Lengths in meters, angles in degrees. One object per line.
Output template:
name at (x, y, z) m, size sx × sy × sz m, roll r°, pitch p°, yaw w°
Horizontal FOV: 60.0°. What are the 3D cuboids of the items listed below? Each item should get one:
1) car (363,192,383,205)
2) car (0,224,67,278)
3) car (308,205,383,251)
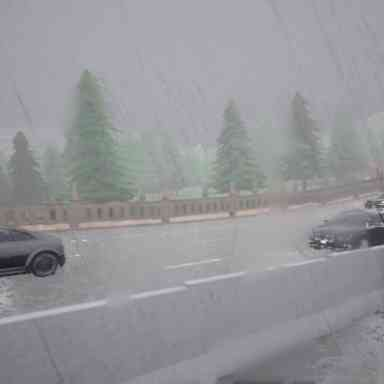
car at (16.912, 0.725, 28.949) m, size 4.718 × 1.301 × 1.895 m, roll -6°, pitch 3°, yaw -35°
car at (-5.518, 1.562, 8.653) m, size 4.181 × 1.385 × 1.994 m, roll 0°, pitch 0°, yaw -35°
car at (6.532, 1.456, 12.949) m, size 4.892 × 1.490 × 1.837 m, roll -1°, pitch 0°, yaw -35°
